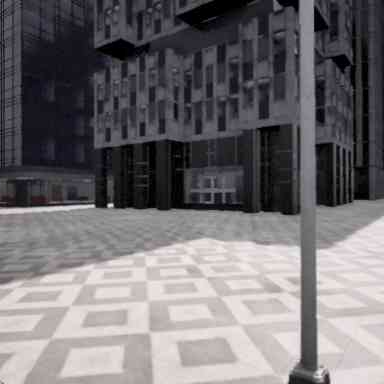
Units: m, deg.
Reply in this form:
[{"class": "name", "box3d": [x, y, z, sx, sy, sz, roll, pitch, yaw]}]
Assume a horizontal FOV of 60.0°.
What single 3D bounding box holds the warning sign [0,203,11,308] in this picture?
[{"class": "warning sign", "box3d": [-4.124, 1.143, 5.861, 1.060, 1.860, 1.300, -1, 0, 36]}]
